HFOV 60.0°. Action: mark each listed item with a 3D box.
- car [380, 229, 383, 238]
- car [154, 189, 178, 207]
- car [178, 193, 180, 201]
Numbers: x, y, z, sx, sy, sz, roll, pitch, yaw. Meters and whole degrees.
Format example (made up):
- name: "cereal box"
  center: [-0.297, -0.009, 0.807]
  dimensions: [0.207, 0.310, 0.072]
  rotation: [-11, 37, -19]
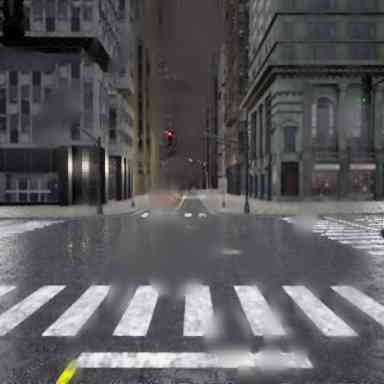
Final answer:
- name: "car"
  center: [9.501, 1.244, 11.408]
  dimensions: [5.357, 1.411, 2.033]
  rotation: [-1, 1, 0]
- name: "car"
  center: [-3.064, 0.734, 38.118]
  dimensions: [2.097, 1.767, 4.553]
  rotation: [0, 1, 0]
- name: "car"
  center: [-3.094, 0.457, 54.182]
  dimensions: [2.097, 1.767, 4.553]
  rotation: [0, 1, 0]
